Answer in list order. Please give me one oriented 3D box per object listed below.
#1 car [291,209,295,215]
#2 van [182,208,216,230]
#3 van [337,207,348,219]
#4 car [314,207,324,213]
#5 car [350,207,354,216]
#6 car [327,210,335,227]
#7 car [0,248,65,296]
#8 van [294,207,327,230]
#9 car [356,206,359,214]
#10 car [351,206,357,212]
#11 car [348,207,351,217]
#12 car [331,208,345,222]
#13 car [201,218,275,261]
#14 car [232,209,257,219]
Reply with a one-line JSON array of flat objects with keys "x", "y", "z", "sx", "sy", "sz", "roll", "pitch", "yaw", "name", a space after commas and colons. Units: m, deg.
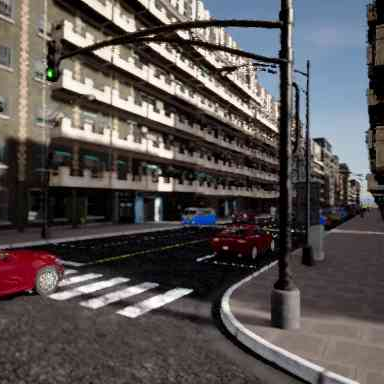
[{"x": 19.958, "y": 3.829, "z": 63.609, "sx": 1.802, "sy": 1.307, "sz": 4.206, "roll": -1, "pitch": -2, "yaw": 29, "name": "car"}, {"x": 0.618, "y": 2.272, "z": 28.865, "sx": 1.690, "sy": 1.788, "sz": 3.998, "roll": -1, "pitch": -2, "yaw": 29, "name": "van"}, {"x": 21.747, "y": 3.208, "z": 49.611, "sx": 1.690, "sy": 1.788, "sz": 3.998, "roll": -1, "pitch": -2, "yaw": 29, "name": "van"}, {"x": 33.786, "y": 4.763, "z": 88.426, "sx": 2.008, "sy": 1.369, "sz": 4.403, "roll": -1, "pitch": -2, "yaw": 29, "name": "car"}, {"x": 27.277, "y": 3.813, "z": 59.529, "sx": 1.947, "sy": 1.339, "sz": 4.313, "roll": -1, "pitch": -2, "yaw": 29, "name": "car"}, {"x": 13.448, "y": 2.884, "z": 34.712, "sx": 1.802, "sy": 1.307, "sz": 4.206, "roll": -1, "pitch": -2, "yaw": 29, "name": "car"}, {"x": -5.003, "y": 1.704, "z": 7.124, "sx": 1.812, "sy": 1.442, "sz": 4.674, "roll": 0, "pitch": -2, "yaw": 29, "name": "car"}, {"x": 10.686, "y": 2.457, "z": 29.757, "sx": 1.690, "sy": 1.788, "sz": 3.998, "roll": -1, "pitch": -2, "yaw": 29, "name": "van"}, {"x": 35.574, "y": 4.406, "z": 74.417, "sx": 1.802, "sy": 1.307, "sz": 4.206, "roll": -1, "pitch": -2, "yaw": 29, "name": "car"}, {"x": 32.808, "y": 4.176, "z": 69.456, "sx": 1.887, "sy": 1.381, "sz": 4.507, "roll": -1, "pitch": -2, "yaw": 29, "name": "car"}, {"x": 24.511, "y": 3.638, "z": 54.565, "sx": 1.802, "sy": 1.307, "sz": 4.206, "roll": -1, "pitch": -2, "yaw": 29, "name": "car"}, {"x": 19.063, "y": 3.208, "z": 44.789, "sx": 1.752, "sy": 1.417, "sz": 4.829, "roll": -1, "pitch": -2, "yaw": 29, "name": "car"}, {"x": 2.392, "y": 2.107, "z": 14.857, "sx": 1.887, "sy": 1.381, "sz": 4.507, "roll": -1, "pitch": -2, "yaw": 29, "name": "car"}, {"x": 6.122, "y": 2.742, "z": 38.804, "sx": 1.967, "sy": 1.590, "sz": 4.097, "roll": -1, "pitch": -2, "yaw": 29, "name": "car"}]
